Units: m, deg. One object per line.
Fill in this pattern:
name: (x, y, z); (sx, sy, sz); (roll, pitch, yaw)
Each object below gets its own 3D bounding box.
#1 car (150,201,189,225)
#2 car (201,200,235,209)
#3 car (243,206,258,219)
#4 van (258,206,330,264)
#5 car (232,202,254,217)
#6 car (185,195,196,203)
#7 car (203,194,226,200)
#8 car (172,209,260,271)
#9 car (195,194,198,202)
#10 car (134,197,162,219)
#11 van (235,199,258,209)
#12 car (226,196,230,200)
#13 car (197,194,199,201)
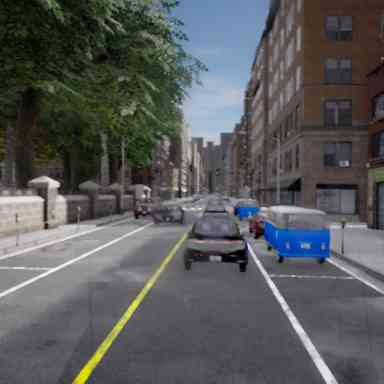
car: (-1.489, 1.632, 24.241); (1.994, 1.385, 4.181); (1, 0, 4)
car: (1.683, 1.601, 23.825); (2.128, 1.511, 4.902); (1, 0, 4)
car: (4.012, 1.663, 17.702); (1.887, 1.381, 4.507); (1, 0, 4)
van: (3.615, 1.434, 12.056); (1.690, 1.788, 3.998); (1, 0, 4)
car: (5.207, 1.753, 34.641); (1.947, 1.339, 4.313); (1, 0, 4)
car: (-0.633, 1.737, 72.966); (1.752, 1.417, 4.829); (1, 0, 4)
car: (2.784, 1.526, 40.843); (2.097, 1.767, 4.553); (1, 0, 4)
car: (0.787, 1.544, 11.137); (2.128, 1.511, 4.902); (1, 0, 4)
car: (-0.238, 1.784, 78.572); (2.008, 1.369, 4.403); (1, 0, 4)
car: (-3.694, 1.371, 29.556); (2.192, 1.841, 5.009); (1, 0, 4)
van: (4.811, 1.506, 28.996); (1.690, 1.788, 3.998); (1, 0, 4)
car: (9.036, 1.827, 88.883); (1.967, 1.590, 4.097); (1, 0, 4)
car: (0.146, 1.800, 84.010); (1.887, 1.381, 4.507); (1, 0, 4)
